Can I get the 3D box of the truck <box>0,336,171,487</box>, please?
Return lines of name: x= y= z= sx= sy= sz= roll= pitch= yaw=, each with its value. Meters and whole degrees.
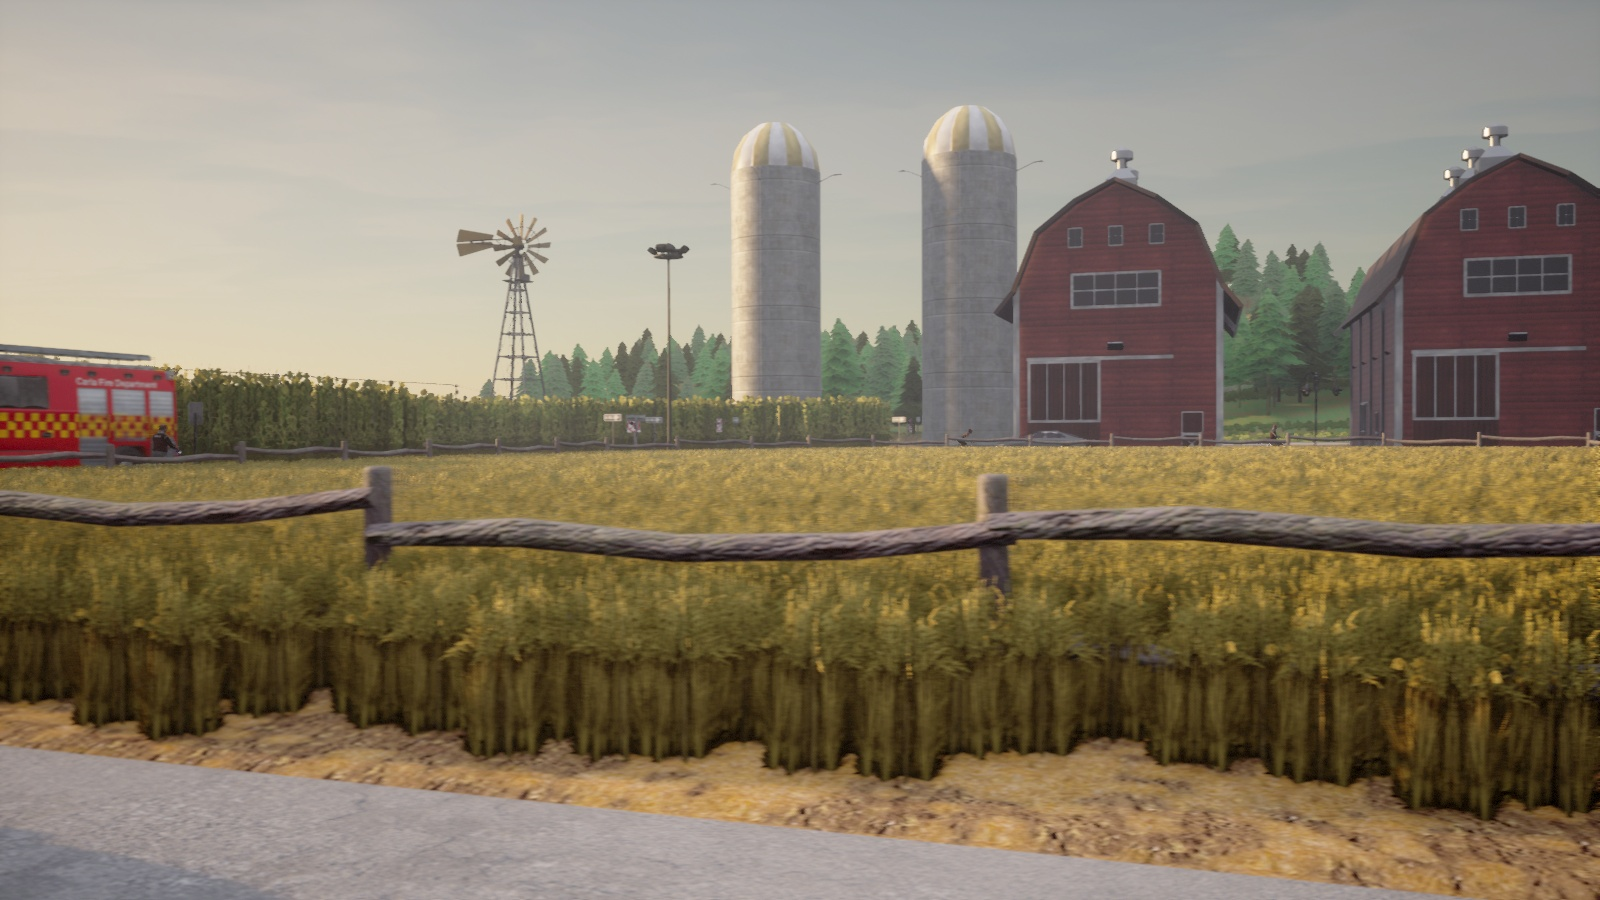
truck: x=-21.247 y=-0.999 z=33.391 sx=2.891 sy=3.827 sz=8.468 roll=0 pitch=0 yaw=19

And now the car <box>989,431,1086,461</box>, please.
car: x=12.583 y=-0.218 z=66.479 sx=4.902 sy=1.511 sz=2.128 roll=0 pitch=1 yaw=15
